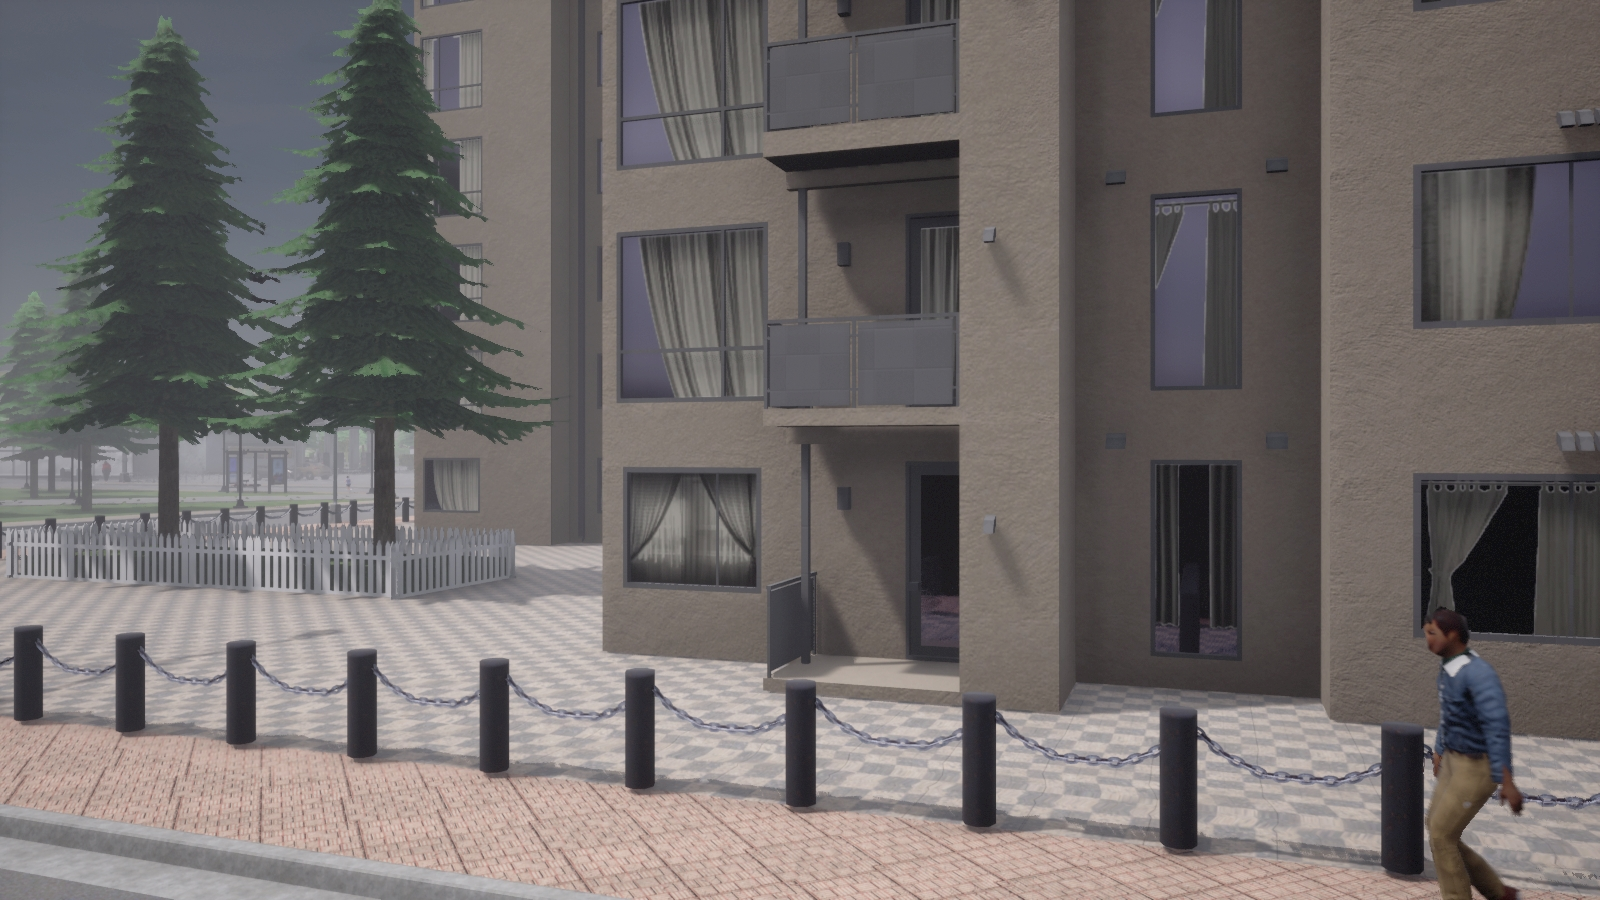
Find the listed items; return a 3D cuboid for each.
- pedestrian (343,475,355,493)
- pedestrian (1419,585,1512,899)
[{"bbox_3d":[-27.595,2.072,69.907,0.500,1.100,0.500,0,0,22],"label":"pedestrian"},{"bbox_3d":[3.621,1.694,6.234,0.375,1.860,0.375,0,0,19],"label":"pedestrian"}]
